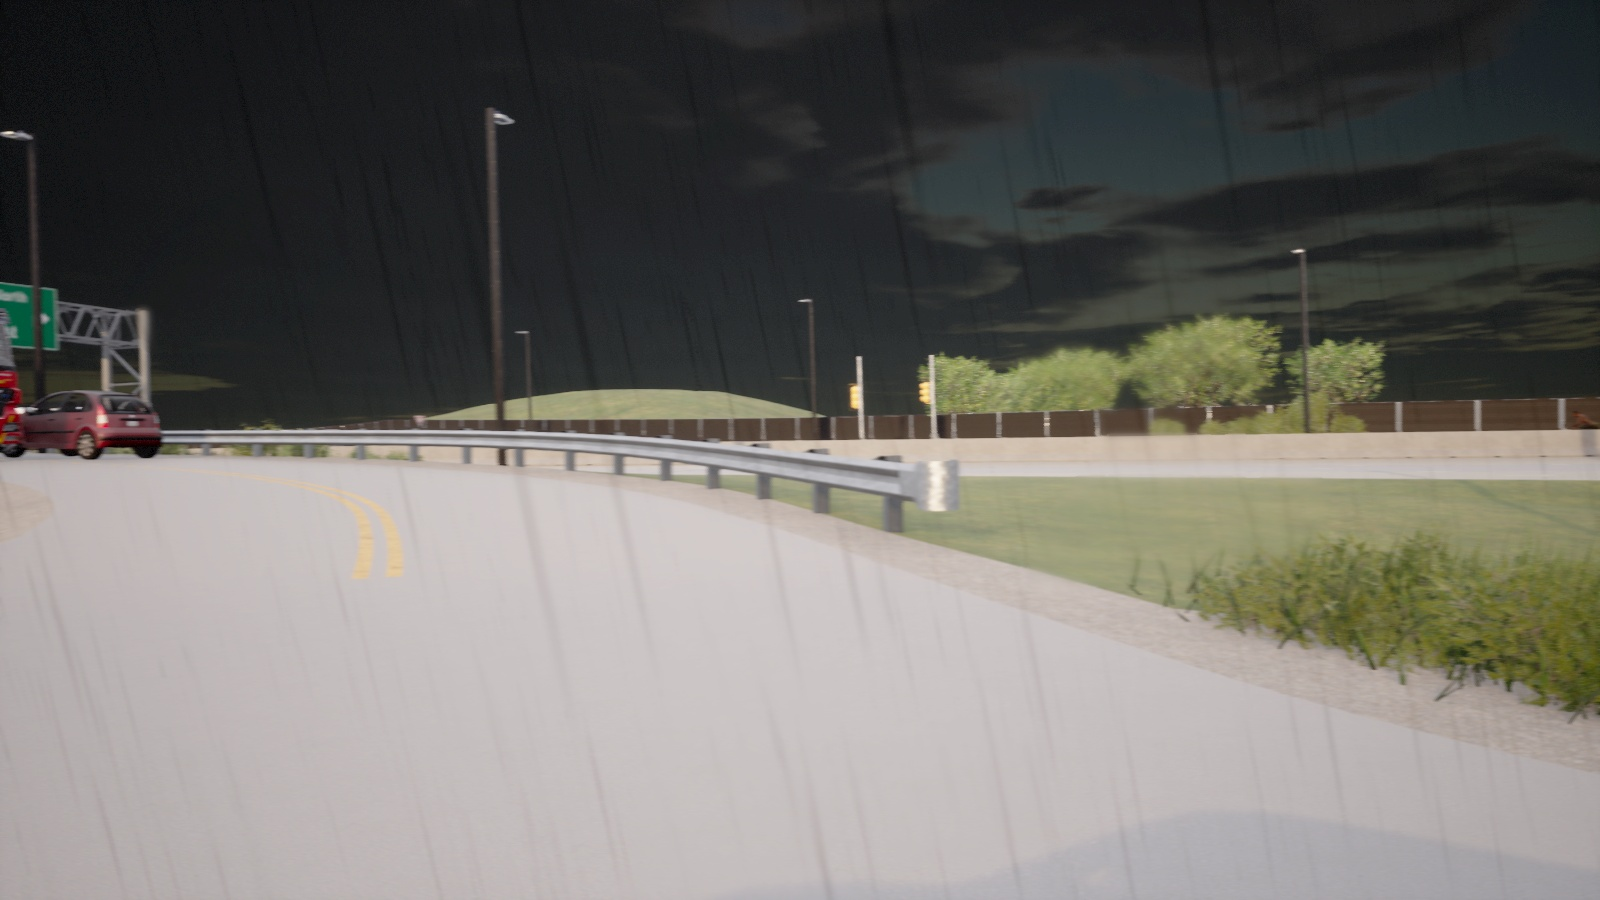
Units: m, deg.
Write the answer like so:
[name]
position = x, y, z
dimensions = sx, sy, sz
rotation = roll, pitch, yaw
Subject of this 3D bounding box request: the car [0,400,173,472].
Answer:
[car]
position = -17.267, -0.339, 30.146
dimensions = 3.988, 1.617, 1.851
rotation = 0, 1, 24

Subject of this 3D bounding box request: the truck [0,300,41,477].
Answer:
[truck]
position = -21.543, -1.325, 27.708
dimensions = 8.468, 3.827, 2.891
rotation = 0, 1, 12
